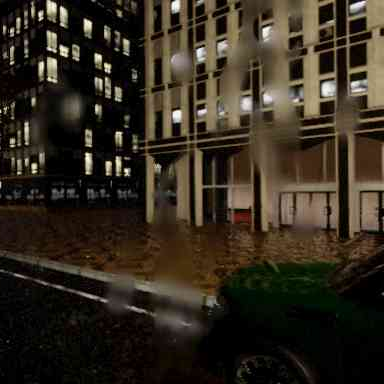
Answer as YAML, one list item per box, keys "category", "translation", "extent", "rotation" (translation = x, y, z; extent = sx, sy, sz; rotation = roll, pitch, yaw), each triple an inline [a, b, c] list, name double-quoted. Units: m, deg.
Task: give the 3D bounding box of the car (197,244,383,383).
- category: "car"
  translation: [2.711, 1.227, 2.826]
  extent: [5.566, 2.045, 2.150]
  rotation: [0, 0, 36]
